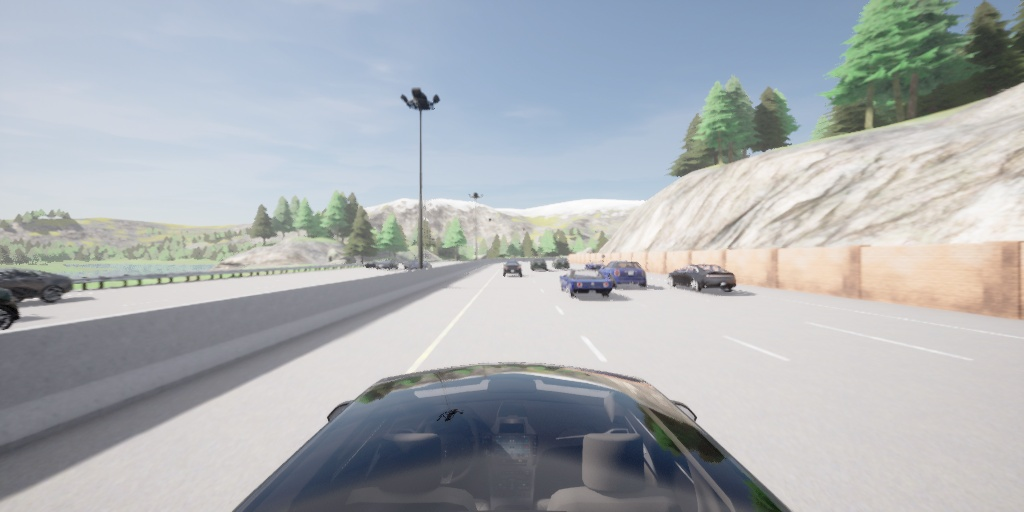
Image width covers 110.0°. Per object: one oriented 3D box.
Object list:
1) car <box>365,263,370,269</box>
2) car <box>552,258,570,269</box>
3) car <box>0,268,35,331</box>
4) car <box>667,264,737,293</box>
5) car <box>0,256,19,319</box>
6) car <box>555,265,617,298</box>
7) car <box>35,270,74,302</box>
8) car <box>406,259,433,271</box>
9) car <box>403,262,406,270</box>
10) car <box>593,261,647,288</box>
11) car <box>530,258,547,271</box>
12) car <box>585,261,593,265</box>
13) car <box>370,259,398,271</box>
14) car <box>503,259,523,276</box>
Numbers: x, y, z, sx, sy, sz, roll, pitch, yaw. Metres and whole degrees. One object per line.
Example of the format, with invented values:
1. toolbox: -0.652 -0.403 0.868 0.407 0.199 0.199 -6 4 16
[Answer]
1. car: -21.101 1.347 55.578 1.895 1.301 4.718 0 0 1
2. car: 7.035 1.054 51.843 2.097 1.767 4.553 0 0 0
3. car: -14.101 1.120 7.474 2.097 1.767 4.553 0 0 0
4. car: 10.582 1.210 20.397 2.128 1.511 4.902 0 0 0
5. car: -17.603 0.998 9.240 2.150 2.045 5.566 0 0 0
6. car: 3.616 1.332 18.405 1.895 1.301 4.718 0 0 0
7. car: -21.105 1.268 14.394 2.128 1.511 4.902 0 0 0
8. car: -10.609 1.301 42.367 1.994 1.385 4.181 0 0 0
9. car: -14.108 1.239 51.409 1.837 1.490 4.892 0 0 0
10. car: 7.076 1.074 23.502 2.097 1.767 4.553 0 0 0
11. car: 3.537 1.061 48.619 2.097 1.767 4.553 0 0 0
12. car: 10.538 1.301 45.362 1.895 1.301 4.718 0 0 0
13. car: -17.608 1.234 50.629 2.128 1.511 4.902 0 0 0
14. car: 0.053 1.250 36.699 1.812 1.442 4.674 0 0 0
